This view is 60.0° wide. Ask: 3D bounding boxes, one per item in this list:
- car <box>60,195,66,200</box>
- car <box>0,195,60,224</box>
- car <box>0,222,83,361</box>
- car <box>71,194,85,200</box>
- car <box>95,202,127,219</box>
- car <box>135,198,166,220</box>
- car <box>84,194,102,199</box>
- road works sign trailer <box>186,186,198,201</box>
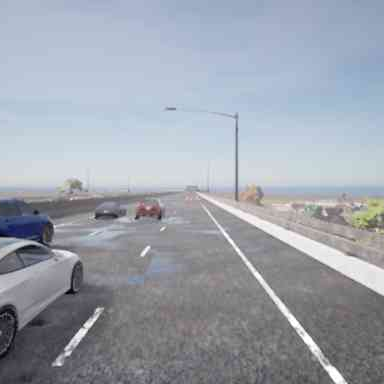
[{"bbox_3d":[-24.502,1.359,60.538,2.128,1.511,4.902,0,0,0],"label":"car"},{"bbox_3d":[-6.899,1.199,11.655,2.150,2.045,5.566,0,0,0],"label":"car"},{"bbox_3d":[-3.401,1.515,5.720,1.812,1.442,4.674,0,0,0],"label":"car"},{"bbox_3d":[-20.999,1.206,62.433,2.097,1.767,4.553,0,0,0],"label":"car"},{"bbox_3d":[-6.896,1.505,28.619,1.994,1.385,4.181,0,0,0],"label":"car"},{"bbox_3d":[-3.397,1.294,27.917,2.097,1.767,4.553,0,0,0],"label":"car"},{"bbox_3d":[-17.510,1.335,60.739,1.882,1.535,5.008,0,0,1],"label":"car"},{"bbox_3d":[0.012,0.263,79.464,2.380,3.560,2.880,0,0,0],"label":"road works sign trailer"}]
